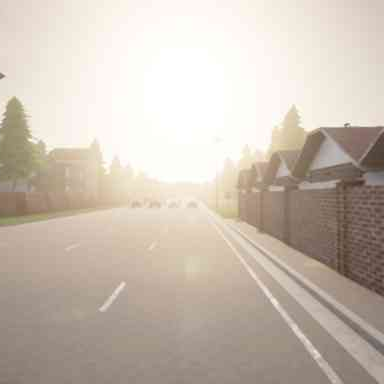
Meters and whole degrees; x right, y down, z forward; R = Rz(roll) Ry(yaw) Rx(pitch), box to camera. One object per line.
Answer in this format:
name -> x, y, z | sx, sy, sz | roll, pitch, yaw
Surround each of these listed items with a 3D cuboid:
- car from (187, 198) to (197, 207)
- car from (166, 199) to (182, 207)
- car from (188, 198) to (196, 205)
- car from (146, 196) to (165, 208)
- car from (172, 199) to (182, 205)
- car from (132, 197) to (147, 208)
car -> 0.009, 2.251, 64.969 | 1.812, 1.442, 4.674 | 0, 0, 0
car -> -3.491, 2.251, 64.978 | 1.812, 1.442, 4.674 | 0, 0, 0
car -> -0.014, 2.224, 78.443 | 1.837, 1.490, 4.892 | 0, -1, 0
car -> -6.994, 2.072, 64.506 | 2.097, 1.767, 4.553 | 0, -1, 0
car -> -3.514, 2.264, 78.442 | 2.033, 1.411, 5.357 | 0, -1, 0
car -> -10.495, 2.229, 64.583 | 1.837, 1.490, 4.892 | 0, 0, 0
